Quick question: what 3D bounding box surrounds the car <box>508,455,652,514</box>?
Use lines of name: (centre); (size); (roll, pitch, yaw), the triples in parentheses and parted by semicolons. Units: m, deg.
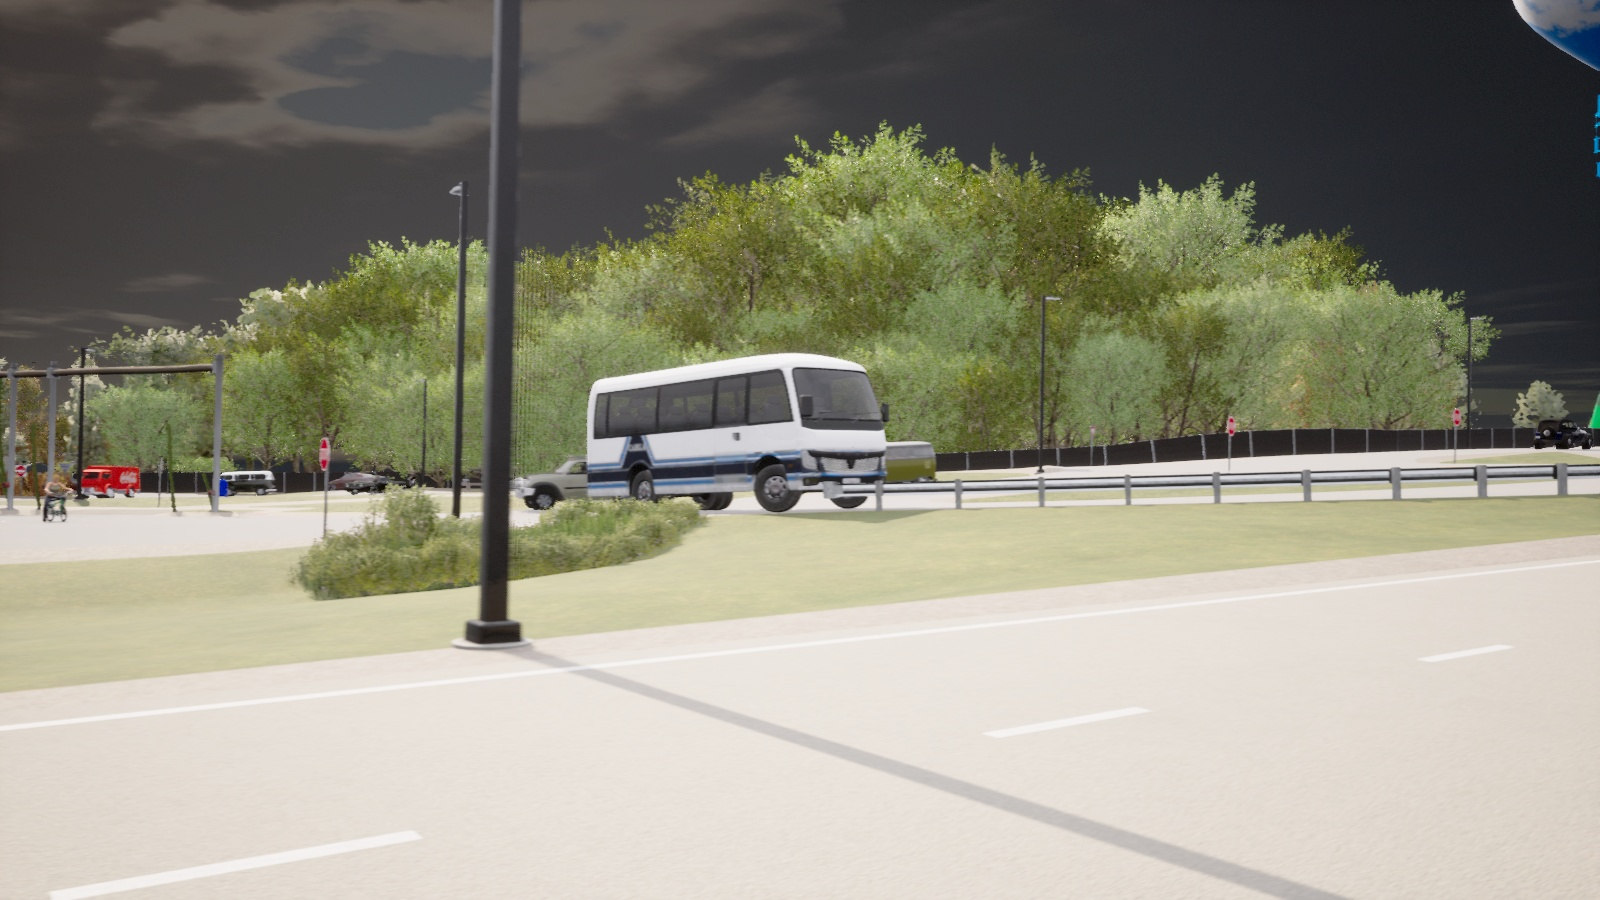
car: (-7.718, 1.173, 44.044); (4.605, 1.855, 1.932); (-2, 1, -23)

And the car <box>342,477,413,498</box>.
car: (-28.659, 2.540, 85.348); (1.895, 1.301, 4.718); (0, 0, 23)

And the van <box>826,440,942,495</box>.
van: (3.433, 0.672, 50.889); (4.442, 1.987, 1.775); (-3, 1, -34)

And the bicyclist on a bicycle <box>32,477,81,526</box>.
bicyclist on a bicycle: (-25.071, 1.731, 42.334); (1.509, 1.612, 0.866); (-2, -2, 36)

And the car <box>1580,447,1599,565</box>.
car: (12.704, 0.712, 16.765); (4.902, 1.511, 2.128); (0, 0, -35)

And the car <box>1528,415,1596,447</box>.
car: (45.873, -1.169, 75.583); (3.866, 1.878, 1.905); (0, 1, -32)

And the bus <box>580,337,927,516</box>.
bus: (-1.661, -0.380, 35.685); (3.944, 4.253, 10.273); (0, -3, -43)
